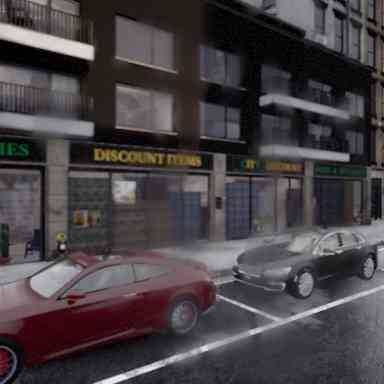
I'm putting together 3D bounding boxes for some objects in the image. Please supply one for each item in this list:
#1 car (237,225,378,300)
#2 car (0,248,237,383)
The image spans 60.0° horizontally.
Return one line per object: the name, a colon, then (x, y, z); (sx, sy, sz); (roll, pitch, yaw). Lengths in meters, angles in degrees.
car: (2.972, 1.549, 8.304); (4.403, 1.369, 2.008); (0, 0, -35)
car: (-1.516, 1.582, 5.106); (4.206, 1.307, 1.802); (0, 0, -35)
